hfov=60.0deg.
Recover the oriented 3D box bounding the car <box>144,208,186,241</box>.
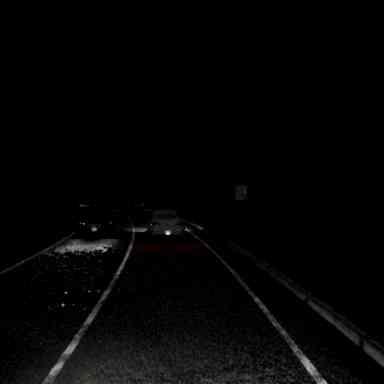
[{"bbox_3d":[-1.406,1.610,17.190,1.812,1.442,4.674,1,0,-8],"label":"car"}]

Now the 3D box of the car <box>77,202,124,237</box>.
[{"bbox_3d":[-5.104,1.543,18.465,2.128,1.511,4.902,1,0,-10],"label":"car"}]

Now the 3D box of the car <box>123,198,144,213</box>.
[{"bbox_3d":[-7.005,1.535,39.505,2.097,1.767,4.553,2,-1,-19],"label":"car"}]

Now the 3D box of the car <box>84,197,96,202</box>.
[{"bbox_3d":[-17.814,1.531,58.089,1.812,1.442,4.674,2,0,-21],"label":"car"}]
